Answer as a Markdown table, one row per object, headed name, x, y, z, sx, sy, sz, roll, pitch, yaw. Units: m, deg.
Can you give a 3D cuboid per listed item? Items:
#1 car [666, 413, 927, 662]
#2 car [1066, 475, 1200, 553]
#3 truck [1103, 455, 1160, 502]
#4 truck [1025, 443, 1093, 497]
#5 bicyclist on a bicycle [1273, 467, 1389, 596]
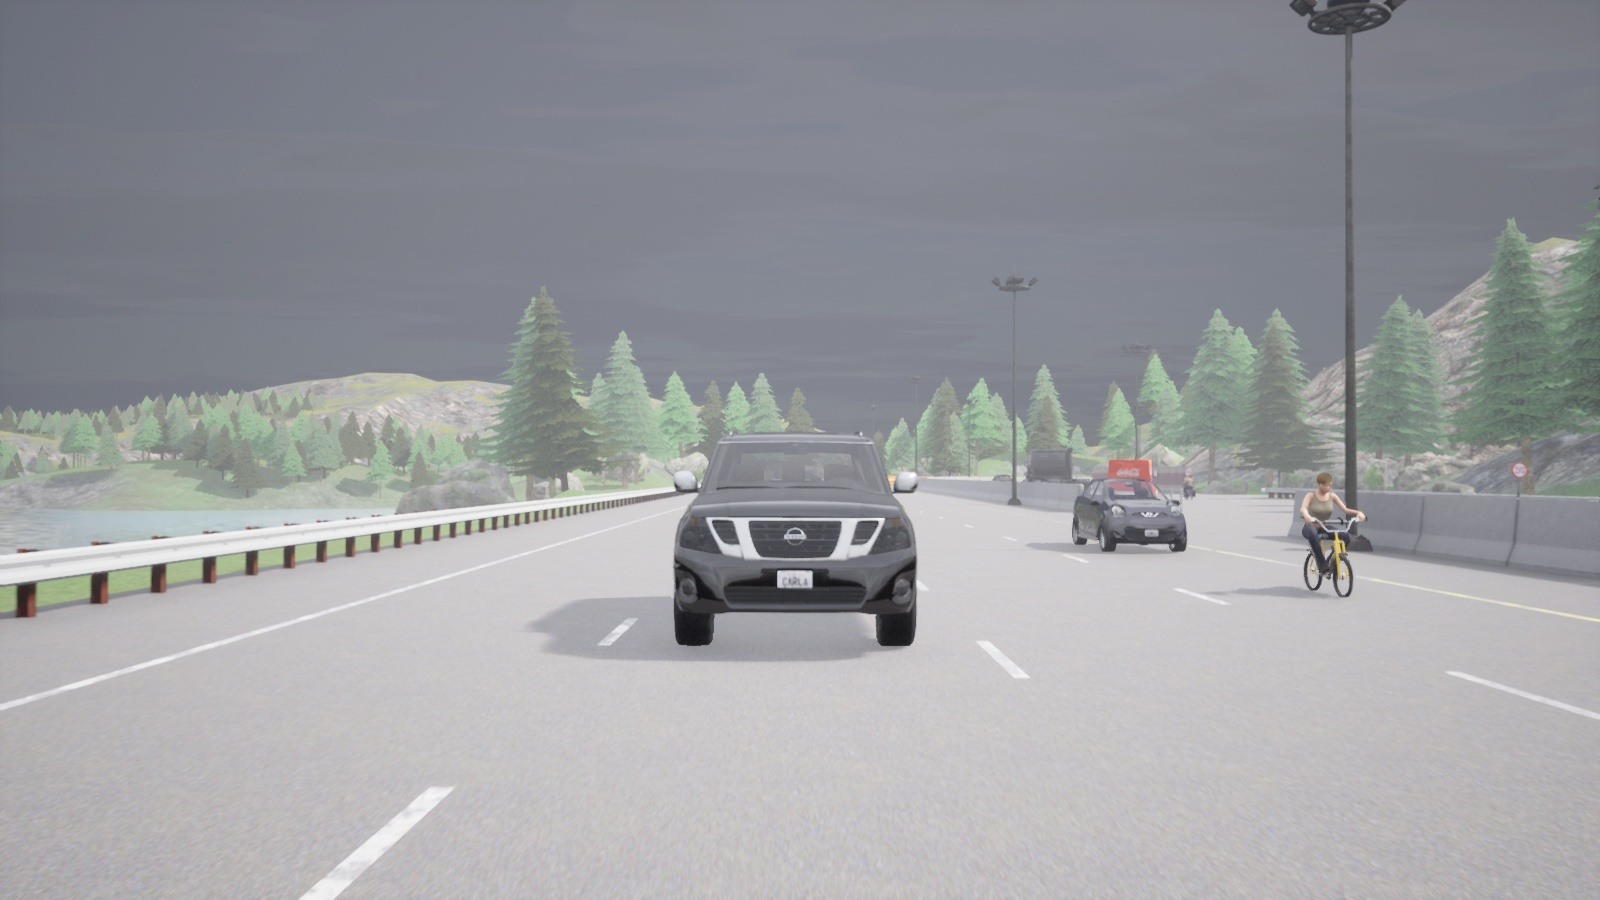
| name | x | y | z | sx | sy | sz | roll | pitch | yaw |
| --- | --- | --- | --- | --- | --- | --- | --- | --- | --- |
| car | -0.039 | 0.789 | 13.186 | 2.150 | 2.045 | 5.566 | 0 | -1 | 0 |
| car | 6.934 | 1.303 | 26.530 | 1.845 | 1.501 | 3.633 | 0 | -1 | 0 |
| truck | 18.392 | 1.573 | 69.528 | 2.627 | 2.467 | 5.204 | -1 | -1 | 19 |
| truck | 17.281 | 1.361 | 84.328 | 2.891 | 3.462 | 7.936 | 0 | -1 | 0 |
| bicyclist on a bicycle | 6.963 | 1.040 | 16.551 | 0.866 | 1.612 | 1.509 | 0 | -1 | 0 |
